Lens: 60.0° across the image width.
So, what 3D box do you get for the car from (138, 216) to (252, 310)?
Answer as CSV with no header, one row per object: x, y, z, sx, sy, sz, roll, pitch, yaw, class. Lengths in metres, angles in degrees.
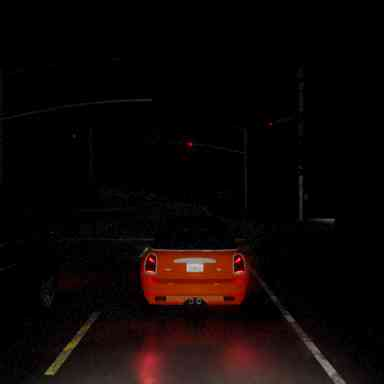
0.058,1.352,7.985,2.097,1.767,4.553,0,0,0,car

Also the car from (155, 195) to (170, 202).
-7.015,1.352,74.070,4.553,1.767,2.097,0,0,39,car

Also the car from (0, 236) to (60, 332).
-3.630,1.491,4.954,2.128,1.511,4.902,0,0,0,car
